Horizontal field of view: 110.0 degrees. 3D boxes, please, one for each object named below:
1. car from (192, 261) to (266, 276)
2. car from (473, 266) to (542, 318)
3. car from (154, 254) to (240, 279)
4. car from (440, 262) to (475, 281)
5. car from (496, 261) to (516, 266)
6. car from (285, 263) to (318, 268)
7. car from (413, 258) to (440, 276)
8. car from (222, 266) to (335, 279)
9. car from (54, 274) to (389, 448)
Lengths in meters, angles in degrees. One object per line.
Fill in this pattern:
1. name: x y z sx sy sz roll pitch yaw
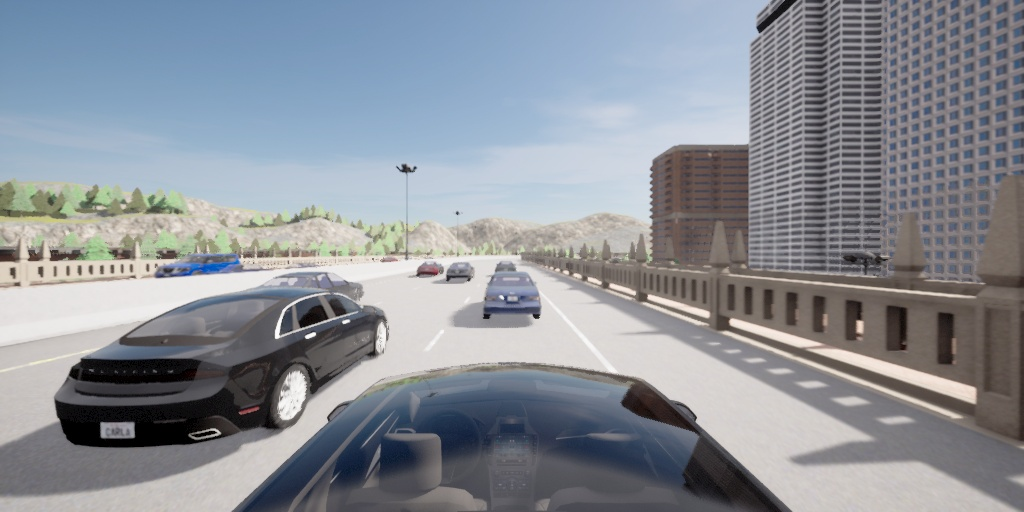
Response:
1. car: -18.017 1.233 23.728 1.895 1.301 4.718 0 0 -2
2. car: -0.039 1.237 12.638 2.033 1.411 5.357 0 0 -1
3. car: -21.554 0.847 25.057 2.150 2.045 5.566 0 0 -2
4. car: -3.925 1.154 27.740 2.033 1.411 5.357 0 0 -2
5. car: -0.592 1.136 33.828 1.994 1.385 4.181 0 0 -2
6. car: -14.546 1.189 24.876 1.994 1.385 4.181 0 0 -2
7. car: -7.591 1.138 33.705 1.994 1.385 4.181 0 0 -2
8. car: -7.038 1.239 12.585 2.033 1.411 5.357 0 0 -1
9. car: -3.459 1.236 5.552 1.837 1.490 4.892 0 1 0
